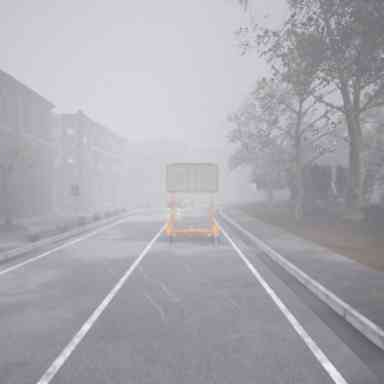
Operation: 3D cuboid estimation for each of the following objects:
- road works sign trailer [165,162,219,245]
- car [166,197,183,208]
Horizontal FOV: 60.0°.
[{"bbox_3d":[0.005,0.432,15.365,2.380,3.560,2.880,0,0,0],"label":"road works sign trailer"},{"bbox_3d":[-2.364,1.412,46.203,1.837,1.490,4.892,0,0,6],"label":"car"}]
